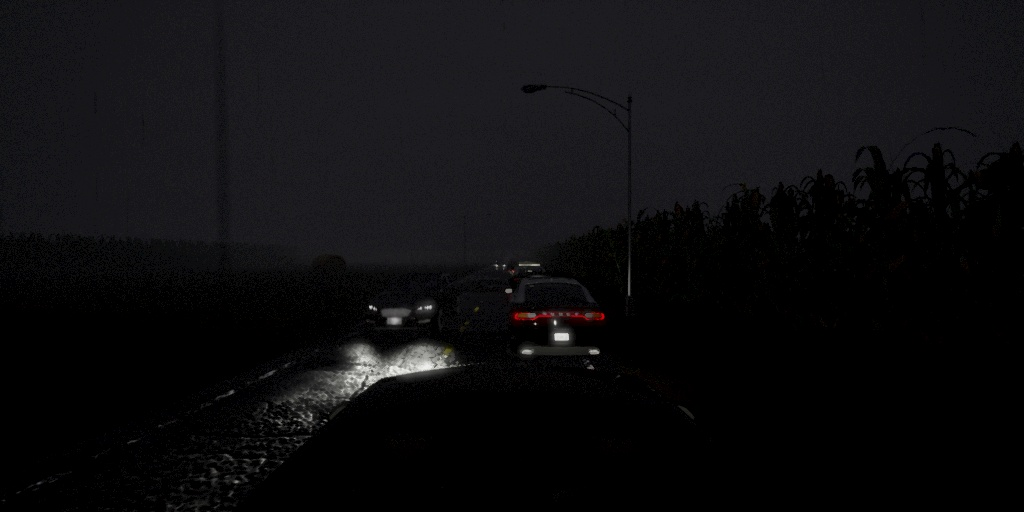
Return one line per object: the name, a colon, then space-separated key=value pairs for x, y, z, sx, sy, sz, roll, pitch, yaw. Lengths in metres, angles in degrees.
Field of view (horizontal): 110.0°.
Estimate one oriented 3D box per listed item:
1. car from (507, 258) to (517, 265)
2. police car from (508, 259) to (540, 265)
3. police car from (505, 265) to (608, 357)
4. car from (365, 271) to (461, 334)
car: x=0.930 y=1.084 z=24.560 sx=2.097 sy=1.767 sz=4.553 roll=0 pitch=0 yaw=0
police car: x=0.904 y=1.166 z=18.701 sx=1.930 sy=1.638 sz=5.238 roll=0 pitch=0 yaw=0
police car: x=0.859 y=1.173 z=8.701 sx=1.930 sy=1.638 sz=5.238 roll=0 pitch=0 yaw=0
car: x=-2.707 y=1.238 z=10.742 sx=2.128 sy=1.511 sz=4.902 roll=0 pitch=0 yaw=0
